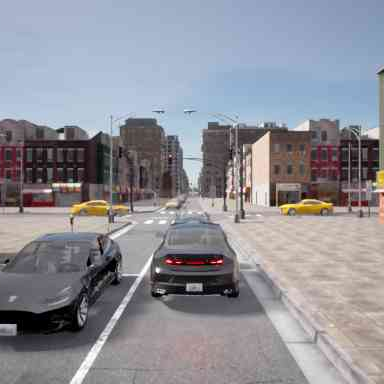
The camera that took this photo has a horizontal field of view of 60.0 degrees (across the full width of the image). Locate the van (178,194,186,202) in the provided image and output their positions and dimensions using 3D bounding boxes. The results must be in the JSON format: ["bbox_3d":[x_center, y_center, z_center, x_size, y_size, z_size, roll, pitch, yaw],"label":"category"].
[{"bbox_3d":[-2.512,1.507,83.866,1.690,1.788,3.998,0,0,0],"label":"van"}]

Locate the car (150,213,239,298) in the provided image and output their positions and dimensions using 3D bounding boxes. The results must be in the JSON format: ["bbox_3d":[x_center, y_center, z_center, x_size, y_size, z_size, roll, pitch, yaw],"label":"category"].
[{"bbox_3d":[0.083,1.507,8.536,1.837,1.490,4.892,0,0,1],"label":"car"}]

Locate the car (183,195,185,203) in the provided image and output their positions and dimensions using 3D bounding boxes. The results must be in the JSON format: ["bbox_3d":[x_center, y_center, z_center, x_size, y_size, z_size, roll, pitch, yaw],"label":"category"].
[{"bbox_3d":[-2.553,1.655,55.838,1.802,1.307,4.206,0,0,0],"label":"car"}]

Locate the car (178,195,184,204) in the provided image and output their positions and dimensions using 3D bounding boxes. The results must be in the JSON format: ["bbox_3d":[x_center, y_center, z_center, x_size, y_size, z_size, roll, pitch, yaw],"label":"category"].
[{"bbox_3d":[-2.561,1.604,50.233,1.887,1.381,4.507,0,0,0],"label":"car"}]

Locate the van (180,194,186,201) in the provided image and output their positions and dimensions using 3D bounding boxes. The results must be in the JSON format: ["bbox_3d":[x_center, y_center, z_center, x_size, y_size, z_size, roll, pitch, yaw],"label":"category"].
[{"bbox_3d":[-2.496,1.551,95.077,1.690,1.788,3.998,0,0,0],"label":"van"}]

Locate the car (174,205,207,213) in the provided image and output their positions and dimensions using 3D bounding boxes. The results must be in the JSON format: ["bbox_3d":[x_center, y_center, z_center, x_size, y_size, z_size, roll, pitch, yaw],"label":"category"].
[{"bbox_3d":[0.054,1.608,17.747,1.895,1.301,4.718,0,0,1],"label":"car"}]

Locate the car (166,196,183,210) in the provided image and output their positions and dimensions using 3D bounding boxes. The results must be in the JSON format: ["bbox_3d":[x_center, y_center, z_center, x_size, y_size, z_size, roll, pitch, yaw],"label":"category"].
[{"bbox_3d":[-2.569,1.571,44.458,1.752,1.417,4.829,0,0,0],"label":"car"}]

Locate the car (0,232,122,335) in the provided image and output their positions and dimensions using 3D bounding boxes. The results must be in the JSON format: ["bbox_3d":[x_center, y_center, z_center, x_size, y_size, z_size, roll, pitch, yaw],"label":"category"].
[{"bbox_3d":[-2.623,1.567,6.858,1.947,1.339,4.313,0,0,0],"label":"car"}]

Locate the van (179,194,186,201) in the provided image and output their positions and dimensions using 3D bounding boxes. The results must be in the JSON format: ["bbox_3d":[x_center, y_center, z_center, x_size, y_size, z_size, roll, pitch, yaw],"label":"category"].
[{"bbox_3d":[-2.504,1.529,89.471,1.690,1.788,3.998,0,0,0],"label":"van"}]

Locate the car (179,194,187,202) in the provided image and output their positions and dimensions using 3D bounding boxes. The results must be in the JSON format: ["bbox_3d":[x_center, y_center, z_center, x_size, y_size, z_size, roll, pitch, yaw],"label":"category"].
[{"bbox_3d":[-2.537,1.547,67.049,1.967,1.590,4.097,0,0,0],"label":"car"}]

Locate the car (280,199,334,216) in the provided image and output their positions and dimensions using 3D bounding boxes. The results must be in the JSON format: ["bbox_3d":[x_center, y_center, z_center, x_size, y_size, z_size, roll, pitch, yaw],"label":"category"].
[{"bbox_3d":[11.131,1.487,32.423,5.008,1.535,1.882,0,0,0],"label":"car"}]

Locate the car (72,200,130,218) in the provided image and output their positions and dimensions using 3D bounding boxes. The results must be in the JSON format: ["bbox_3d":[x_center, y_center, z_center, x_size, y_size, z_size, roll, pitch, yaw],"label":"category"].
[{"bbox_3d":[-8.128,1.505,29.921,5.008,1.535,1.882,0,0,-6],"label":"car"}]
